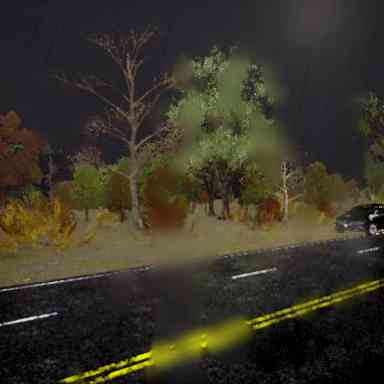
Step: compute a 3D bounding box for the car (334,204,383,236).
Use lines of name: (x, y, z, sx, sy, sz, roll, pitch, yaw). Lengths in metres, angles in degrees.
car: (9.937, 1.450, 18.625, 4.892, 1.490, 1.837, -1, 1, -35)
